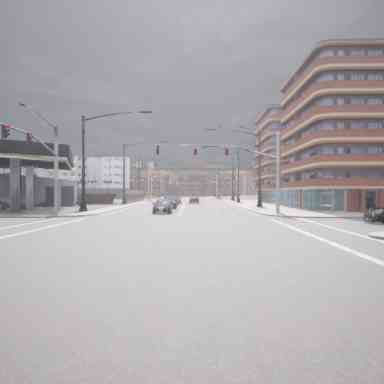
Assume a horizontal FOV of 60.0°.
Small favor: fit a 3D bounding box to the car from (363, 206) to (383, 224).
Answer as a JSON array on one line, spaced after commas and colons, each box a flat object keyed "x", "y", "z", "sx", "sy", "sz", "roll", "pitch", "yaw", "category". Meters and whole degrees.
[{"x": 14.727, "y": 1.352, "z": 23.648, "sx": 4.553, "sy": 1.767, "sz": 2.097, "roll": 0, "pitch": 0, "yaw": 1, "category": "car"}]

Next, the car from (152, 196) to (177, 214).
[{"x": -3.070, "y": 1.492, "z": 35.201, "sx": 2.128, "sy": 1.511, "sz": 4.902, "roll": 0, "pitch": 0, "yaw": 0, "category": "car"}]

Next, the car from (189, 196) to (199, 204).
[{"x": 0.442, "y": 1.526, "z": 65.794, "sx": 1.812, "sy": 1.442, "sz": 4.674, "roll": 0, "pitch": 0, "yaw": 0, "category": "car"}]

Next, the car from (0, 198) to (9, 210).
[{"x": -23.937, "y": 1.456, "z": 39.397, "sx": 3.806, "sy": 1.475, "sz": 1.970, "roll": 0, "pitch": 0, "yaw": 1, "category": "car"}]

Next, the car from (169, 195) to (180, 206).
[{"x": -3.126, "y": 1.352, "z": 44.919, "sx": 2.097, "sy": 1.767, "sz": 4.553, "roll": 0, "pitch": 0, "yaw": 0, "category": "car"}]

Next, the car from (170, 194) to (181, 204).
[{"x": -3.198, "y": 1.352, "z": 65.091, "sx": 2.097, "sy": 1.767, "sz": 4.553, "roll": 0, "pitch": 0, "yaw": 0, "category": "car"}]
